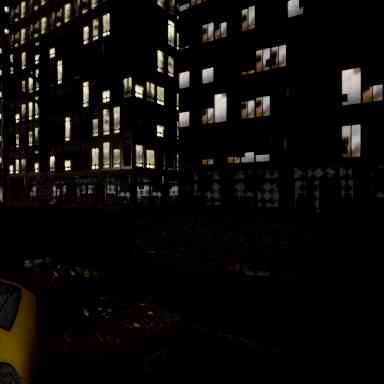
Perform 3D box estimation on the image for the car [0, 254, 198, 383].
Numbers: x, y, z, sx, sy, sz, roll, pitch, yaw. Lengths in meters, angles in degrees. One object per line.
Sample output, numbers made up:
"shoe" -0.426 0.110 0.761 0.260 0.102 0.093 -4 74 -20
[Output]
"car" -2.217 1.525 4.451 4.829 1.417 1.752 0 0 35
